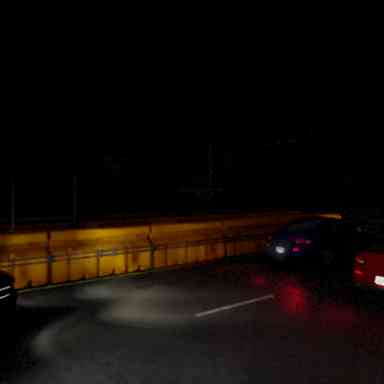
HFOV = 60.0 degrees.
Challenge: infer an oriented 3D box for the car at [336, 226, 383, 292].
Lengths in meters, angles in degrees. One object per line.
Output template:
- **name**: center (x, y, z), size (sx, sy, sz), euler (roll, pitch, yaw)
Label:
- **car**: center (5.553, 1.558, 7.714), size (4.674, 1.442, 1.812), euler (0, 0, -35)

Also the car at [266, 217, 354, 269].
- **car**: center (4.507, 1.562, 11.260), size (4.674, 1.442, 1.812), euler (0, 0, -36)

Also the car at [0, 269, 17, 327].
- **car**: center (-5.118, 1.472, 4.391), size (5.008, 1.535, 1.882), euler (1, 0, -36)
